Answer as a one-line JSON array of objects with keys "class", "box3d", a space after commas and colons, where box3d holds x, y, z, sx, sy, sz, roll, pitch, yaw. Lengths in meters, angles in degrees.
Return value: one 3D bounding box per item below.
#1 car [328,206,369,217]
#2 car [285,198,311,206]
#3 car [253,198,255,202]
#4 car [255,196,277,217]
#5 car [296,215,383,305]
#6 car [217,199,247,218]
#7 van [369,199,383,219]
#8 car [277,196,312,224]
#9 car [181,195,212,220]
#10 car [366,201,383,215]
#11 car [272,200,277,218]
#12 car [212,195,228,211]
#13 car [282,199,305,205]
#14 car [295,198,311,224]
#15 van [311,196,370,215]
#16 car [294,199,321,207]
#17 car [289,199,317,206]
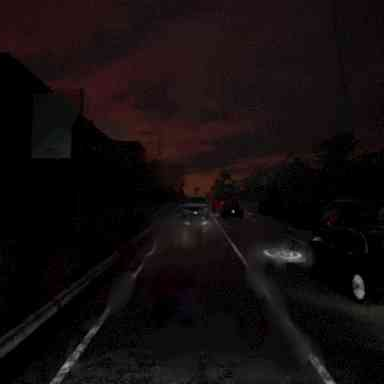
[{"class": "car", "box3d": [8.994, 1.568, 14.579, 4.892, 1.521, 2.231, 0, 0, 1]}, {"class": "car", "box3d": [22.763, 2.180, 71.702, 4.892, 1.521, 2.231, 0, -1, 1]}, {"class": "car", "box3d": [9.220, 1.650, 34.197, 4.892, 1.521, 2.231, 0, 0, 1]}, {"class": "car", "box3d": [9.223, 1.377, 31.398, 5.566, 2.045, 2.435, 0, 0, 1]}, {"class": "car", "box3d": [4.300, 1.554, 8.162, 1.837, 1.490, 4.892, 0, 0, 1]}, {"class": "car", "box3d": [3.644, 1.666, 31.032, 1.994, 1.385, 4.181, 0, 0, 1]}, {"class": "van", "box3d": [9.088, 1.337, 11.776, 4.442, 1.987, 1.878, 0, 0, 1]}, {"class": "car", "box3d": [9.123, 1.336, 22.988, 5.566, 2.045, 2.435, 0, 0, 1]}, {"class": "car", "box3d": [0.317, 1.282, 28.802, 2.150, 2.045, 5.566, 0, 0, 1]}, {"class": "car", "box3d": [22.333, 1.780, 36.799, 5.008, 1.535, 2.097, 0, -1, 1]}, {"class": "car", "box3d": [9.131, 1.597, 25.793, 4.892, 1.521, 2.231, 0, 0, 1]}, {"class": "car", "box3d": [3.750, 1.464, 44.053, 2.150, 2.045, 5.566, 0, 0, 1]}, {"class": "car", "box3d": [22.806, 2.256, 74.977, 4.674, 1.452, 2.002, 0, -1, 1]}, {"class": "car", "box3d": [9.030, 1.452, 20.188, 4.553, 1.767, 2.185, 0, 0, 1]}, {"class": "van", "box3d": [8.916, 1.346, 17.385, 4.442, 1.987, 1.878, 0, 0, 1]}, {"class": "car", "box3d": [22.687, 2.144, 65.280, 4.674, 1.452, 2.002, 0, -1, 1]}, {"class": "car", "box3d": [22.734, 2.140, 68.429, 5.008, 1.535, 2.097, 0, -1, 1]}]
